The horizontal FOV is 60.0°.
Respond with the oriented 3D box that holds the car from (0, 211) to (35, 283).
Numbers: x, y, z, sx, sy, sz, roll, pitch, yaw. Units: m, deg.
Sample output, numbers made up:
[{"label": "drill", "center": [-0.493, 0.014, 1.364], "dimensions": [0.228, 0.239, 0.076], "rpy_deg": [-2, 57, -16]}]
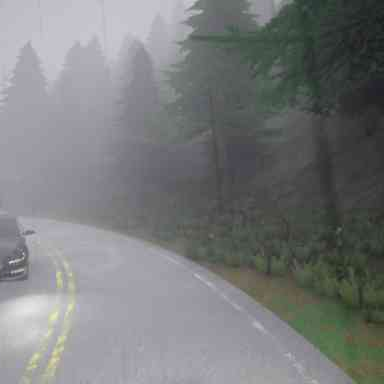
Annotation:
[{"label": "car", "center": [-5.490, 1.340, 8.956], "dimensions": [1.837, 1.490, 4.892], "rpy_deg": [0, 2, -29]}]
